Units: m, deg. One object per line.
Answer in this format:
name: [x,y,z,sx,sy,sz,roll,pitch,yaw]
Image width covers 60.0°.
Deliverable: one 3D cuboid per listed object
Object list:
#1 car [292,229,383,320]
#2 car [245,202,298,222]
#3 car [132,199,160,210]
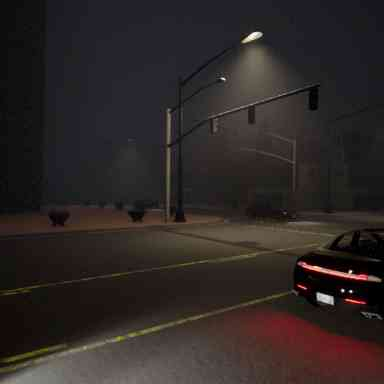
car: [4.117,1.503,6.739,4.902,1.511,2.128,0,0,-35]
car: [6.483,1.615,27.670,1.812,1.442,4.674,1,0,-39]
car: [-6.421,1.626,45.723,2.033,1.411,5.357,1,-1,-35]
